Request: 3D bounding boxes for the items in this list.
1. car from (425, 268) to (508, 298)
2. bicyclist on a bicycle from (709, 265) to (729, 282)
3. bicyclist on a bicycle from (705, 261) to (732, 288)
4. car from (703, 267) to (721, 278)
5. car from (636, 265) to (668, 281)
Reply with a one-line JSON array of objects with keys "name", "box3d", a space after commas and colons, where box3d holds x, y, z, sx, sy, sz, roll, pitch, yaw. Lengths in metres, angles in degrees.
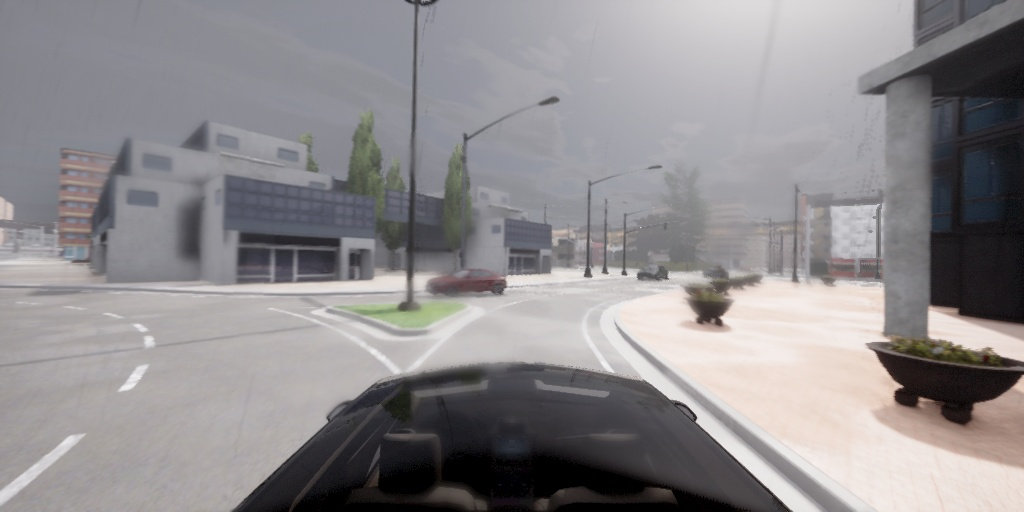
[{"name": "car", "box3d": [-2.290, 1.367, 19.093, 4.674, 1.442, 1.812, 2, 0, -40]}, {"name": "bicyclist on a bicycle", "box3d": [16.929, 1.614, 29.056, 1.656, 1.620, 0.582, 1, 0, 40]}, {"name": "bicyclist on a bicycle", "box3d": [17.346, 1.532, 30.072, 1.656, 1.620, 0.582, 29, -20, 0]}, {"name": "car", "box3d": [26.140, 2.188, 46.831, 1.812, 1.442, 4.674, 1, 0, 24]}, {"name": "car", "box3d": [15.069, 1.698, 38.406, 2.097, 1.767, 4.553, 1, -1, 40]}]
